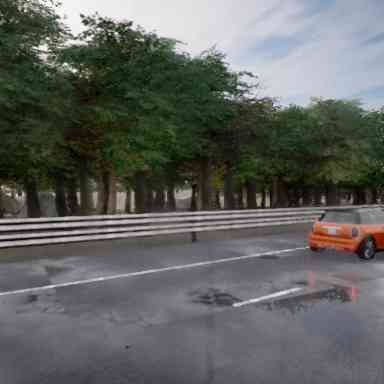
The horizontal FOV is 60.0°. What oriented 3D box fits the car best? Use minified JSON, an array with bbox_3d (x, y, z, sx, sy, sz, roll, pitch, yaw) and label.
[{"bbox_3d":[6.570,1.395,12.745,4.553,1.767,2.097,0,0,-35],"label":"car"}]
